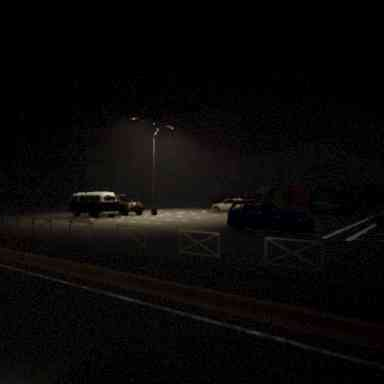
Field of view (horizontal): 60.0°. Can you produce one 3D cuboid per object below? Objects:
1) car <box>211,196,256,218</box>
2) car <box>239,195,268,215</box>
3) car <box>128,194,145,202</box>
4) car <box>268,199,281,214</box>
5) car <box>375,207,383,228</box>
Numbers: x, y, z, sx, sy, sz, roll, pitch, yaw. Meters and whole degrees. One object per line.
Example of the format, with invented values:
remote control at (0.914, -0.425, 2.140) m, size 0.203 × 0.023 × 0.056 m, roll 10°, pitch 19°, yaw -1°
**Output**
car at (3.821, 1.388, 32.504) m, size 3.806 × 1.475 × 1.970 m, roll 0°, pitch 0°, yaw 36°
car at (5.511, 1.356, 34.854) m, size 3.905 × 1.438 × 1.784 m, roll 0°, pitch 0°, yaw 36°
car at (-14.428, 1.255, 88.885) m, size 1.851 × 1.617 × 3.988 m, roll 0°, pitch 0°, yaw 36°
car at (7.036, 1.146, 37.063) m, size 4.605 × 1.855 × 1.932 m, roll 0°, pitch 0°, yaw 36°
car at (12.719, 1.395, 19.007) m, size 3.806 × 1.475 × 1.970 m, roll 0°, pitch 0°, yaw 36°
